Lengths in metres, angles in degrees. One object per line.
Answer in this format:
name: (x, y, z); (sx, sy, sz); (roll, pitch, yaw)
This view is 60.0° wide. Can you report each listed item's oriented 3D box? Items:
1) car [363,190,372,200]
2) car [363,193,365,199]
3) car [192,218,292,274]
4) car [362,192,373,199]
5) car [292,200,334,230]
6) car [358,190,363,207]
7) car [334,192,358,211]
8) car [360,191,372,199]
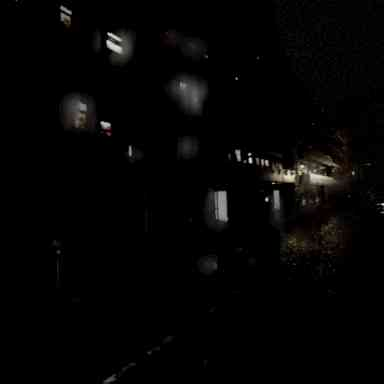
car: (33.287, 0.594, 64.282); (2.192, 1.841, 5.009); (-2, -1, 31)
car: (21.786, 1.143, 44.897); (1.802, 1.307, 4.206); (-3, -1, 31)
car: (1.639, 1.616, 10.975); (1.947, 1.339, 4.313); (-3, -1, 31)
car: (39.051, 0.681, 73.972); (1.887, 1.381, 4.507); (-2, -1, 31)
car: (7.307, 1.439, 20.521); (1.752, 1.417, 4.829); (-3, -1, 31)
car: (18.898, 0.947, 40.054); (2.192, 1.841, 5.009); (-3, -1, 31)
car: (16.024, 1.142, 35.207); (1.967, 1.590, 4.097); (-3, -1, 31)
car: (36.169, 0.647, 69.127); (1.967, 1.590, 4.097); (-2, -1, 31)
